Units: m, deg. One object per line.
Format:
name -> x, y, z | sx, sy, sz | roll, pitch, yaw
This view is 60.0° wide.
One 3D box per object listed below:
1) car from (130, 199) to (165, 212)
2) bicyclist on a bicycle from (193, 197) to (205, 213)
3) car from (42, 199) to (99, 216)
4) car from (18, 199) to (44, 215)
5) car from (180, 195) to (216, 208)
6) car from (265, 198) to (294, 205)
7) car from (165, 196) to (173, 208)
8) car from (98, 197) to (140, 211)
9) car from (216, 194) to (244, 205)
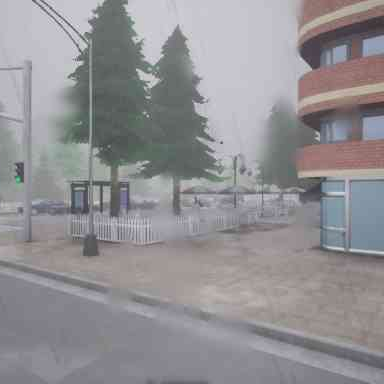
car -> -5.796, 1.545, 38.933 | 1.895, 1.301, 4.718 | 0, 0, 37
bicyclist on a bicycle -> 0.424, 1.245, 27.312 | 1.656, 1.620, 0.582 | 0, 0, 36
car -> -11.265, 1.545, 31.573 | 1.895, 1.301, 4.718 | 0, 0, 36
car -> -14.562, 1.422, 32.967 | 1.882, 1.535, 5.008 | 0, 0, 36
car -> 0.816, 1.508, 46.492 | 4.181, 1.385, 1.994 | 0, 0, -43
car -> 13.351, 1.545, 50.751 | 4.718, 1.301, 1.895 | 0, 0, -26
car -> -2.251, 1.296, 48.340 | 4.553, 1.767, 2.097 | 0, 0, -43
car -> -8.844, 1.422, 40.638 | 1.882, 1.535, 5.008 | 0, 0, 38
car -> 6.042, 1.165, 54.938 | 5.566, 2.045, 2.150 | 0, 0, -31
